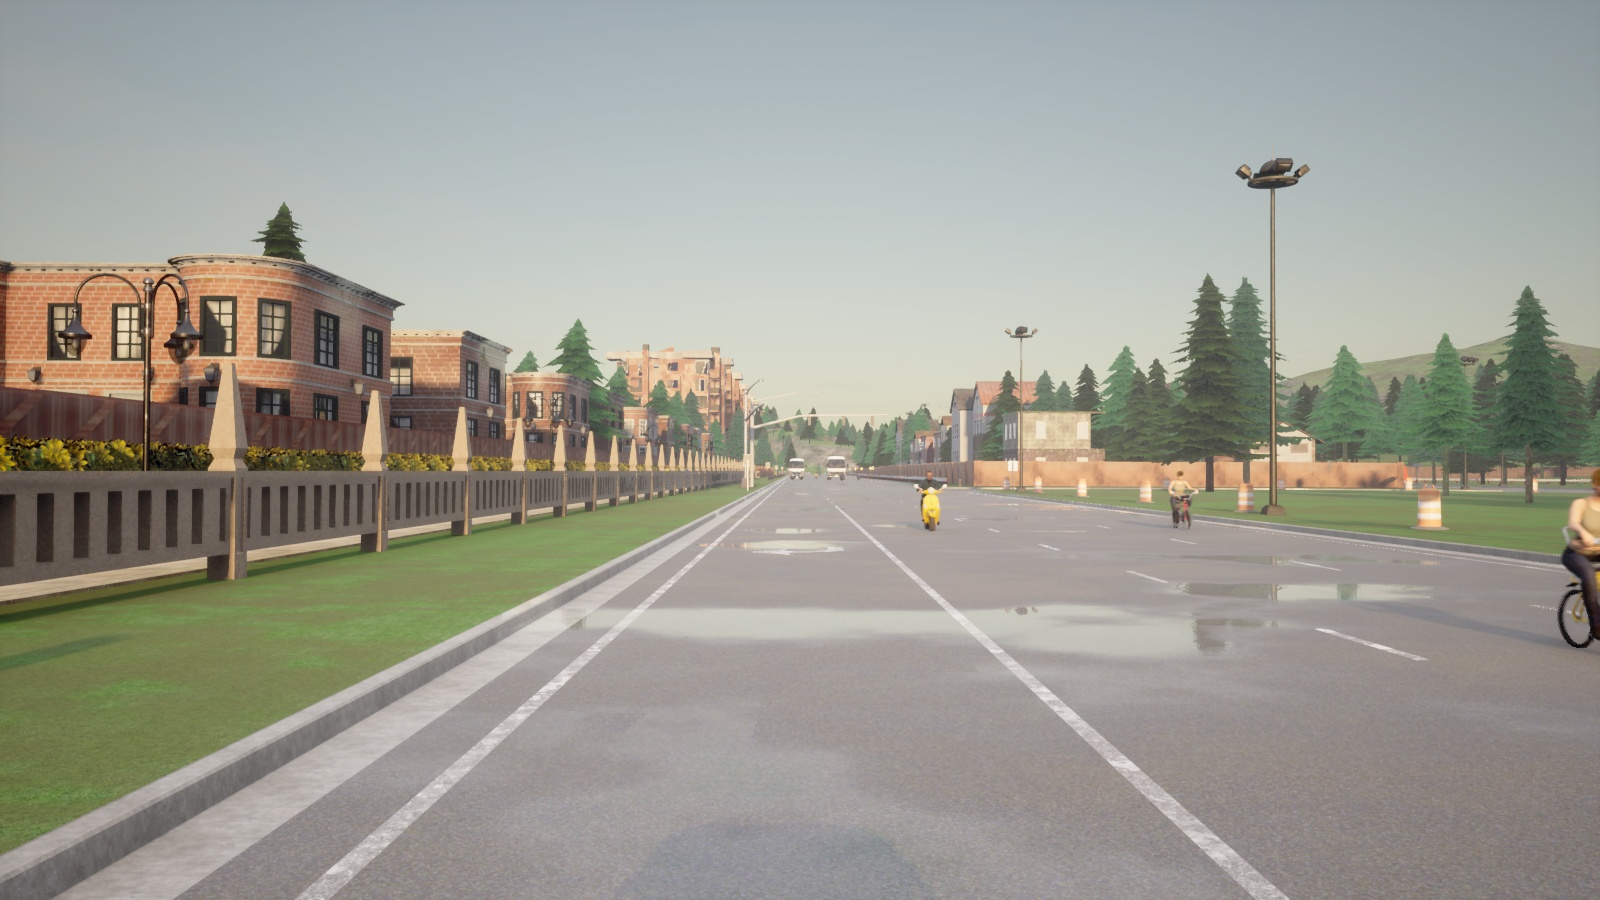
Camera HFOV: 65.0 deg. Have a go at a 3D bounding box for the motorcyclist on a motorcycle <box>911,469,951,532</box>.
[{"bbox_3d":[3.424,1.307,32.978,0.866,1.590,1.817,0,-1,0],"label":"motorcyclist on a motorcycle"}]

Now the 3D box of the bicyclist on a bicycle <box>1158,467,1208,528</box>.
[{"bbox_3d":[10.416,1.282,34.174,0.866,1.612,1.509,0,-1,0],"label":"bicyclist on a bicycle"}]

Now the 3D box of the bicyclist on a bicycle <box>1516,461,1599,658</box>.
[{"bbox_3d":[6.970,0.902,10.689,0.866,1.612,1.509,0,-1,0],"label":"bicyclist on a bicycle"}]
